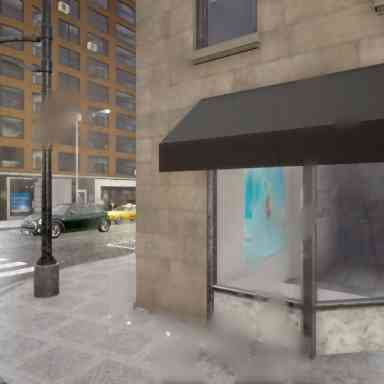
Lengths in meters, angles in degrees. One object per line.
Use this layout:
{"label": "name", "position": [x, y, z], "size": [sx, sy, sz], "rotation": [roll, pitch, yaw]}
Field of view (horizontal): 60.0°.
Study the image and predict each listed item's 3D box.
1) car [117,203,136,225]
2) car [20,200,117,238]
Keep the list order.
{"label": "car", "position": [-4.829, 1.548, 24.650], "size": [1.752, 1.417, 4.829], "rotation": [0, 0, 36]}
{"label": "car", "position": [-6.634, 1.366, 17.825], "size": [2.097, 1.767, 4.553], "rotation": [0, 0, 36]}
